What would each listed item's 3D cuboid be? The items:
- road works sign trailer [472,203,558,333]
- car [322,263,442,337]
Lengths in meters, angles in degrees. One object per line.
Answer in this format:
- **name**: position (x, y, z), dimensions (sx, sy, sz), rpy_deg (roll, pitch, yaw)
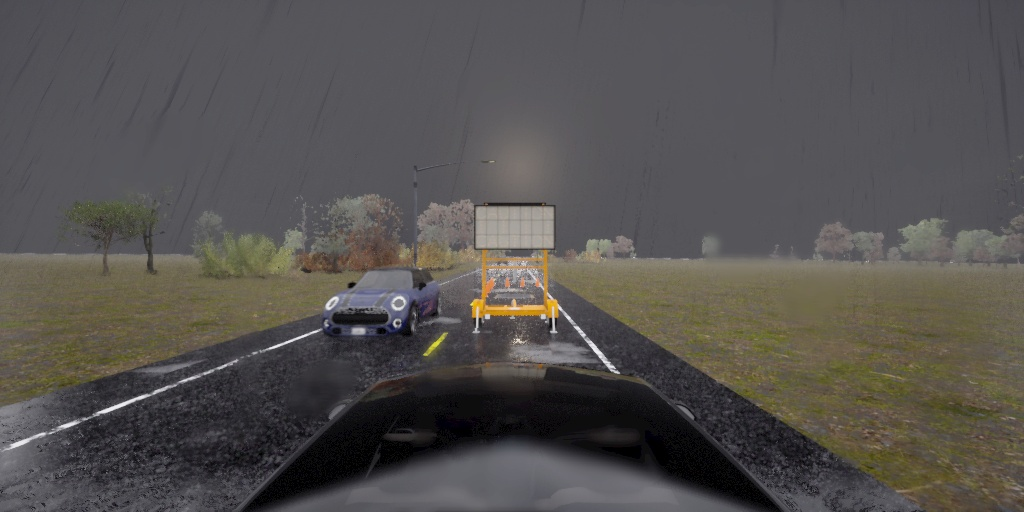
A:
- **road works sign trailer**: position (0.084, 0.218, 10.737), dimensions (2.380, 3.560, 2.880), rpy_deg (0, 0, 0)
- **car**: position (-3.431, 1.105, 10.315), dimensions (2.097, 1.767, 4.553), rpy_deg (0, 0, 0)
